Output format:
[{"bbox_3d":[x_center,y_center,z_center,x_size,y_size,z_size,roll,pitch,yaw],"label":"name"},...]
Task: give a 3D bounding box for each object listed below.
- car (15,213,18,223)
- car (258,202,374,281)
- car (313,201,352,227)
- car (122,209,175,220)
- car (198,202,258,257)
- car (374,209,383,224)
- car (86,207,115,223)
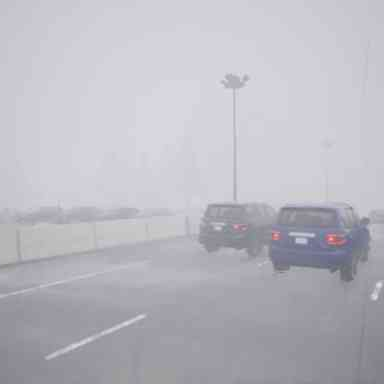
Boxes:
[{"bbox_3d":[-13.145,1.999,29.143,1.812,1.442,4.674,-1,-1,34],"label":"car"},{"bbox_3d":[4.300,1.396,10.785,2.150,2.045,5.566,-1,-1,34],"label":"car"},{"bbox_3d":[12.556,1.876,29.488,2.150,2.045,5.566,-1,-1,34],"label":"car"},{"bbox_3d":[-3.071,1.970,25.327,1.812,1.442,4.674,-1,-2,34],"label":"car"},{"bbox_3d":[2.415,1.457,14.269,2.150,2.045,5.566,-1,-1,34],"label":"car"},{"bbox_3d":[16.071,2.199,28.452,2.033,1.411,5.357,-1,-2,34],"label":"car"},{"bbox_3d":[-5.902,1.979,27.390,1.837,1.490,4.892,-1,-2,34],"label":"car"}]
